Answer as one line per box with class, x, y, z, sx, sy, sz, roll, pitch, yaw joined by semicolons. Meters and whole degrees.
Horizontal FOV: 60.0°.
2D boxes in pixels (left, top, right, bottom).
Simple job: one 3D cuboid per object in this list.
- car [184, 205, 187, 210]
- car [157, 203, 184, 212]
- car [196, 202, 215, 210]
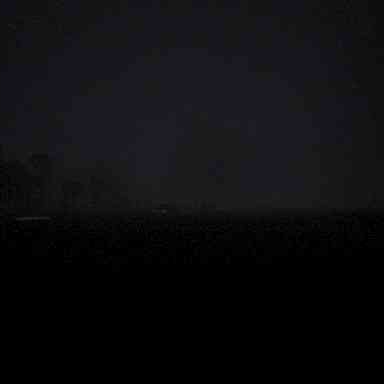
car;-3.027;2.690;61.992;2.033;1.411;5.357;1;-1;36
car;-3.963;2.598;55.880;1.812;1.442;4.674;1;-1;36
car;2.602;2.752;65.138;2.128;1.511;4.902;1;-1;36
